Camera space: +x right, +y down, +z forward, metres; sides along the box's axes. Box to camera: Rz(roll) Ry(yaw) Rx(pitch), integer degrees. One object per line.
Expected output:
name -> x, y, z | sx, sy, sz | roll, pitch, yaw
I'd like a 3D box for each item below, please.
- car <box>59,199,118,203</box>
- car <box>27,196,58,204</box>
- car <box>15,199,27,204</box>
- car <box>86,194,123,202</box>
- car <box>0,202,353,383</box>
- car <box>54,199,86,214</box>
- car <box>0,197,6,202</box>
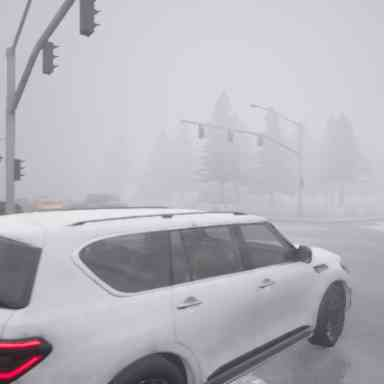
car -> -6.815, 1.426, 21.444 | 1.882, 1.535, 5.008 | 0, 0, -36
car -> -12.637, 1.388, 29.046 | 1.882, 1.535, 5.008 | 0, 0, -38
car -> -18.743, 1.471, 36.928 | 1.895, 1.301, 4.718 | 0, 0, -38
car -> -7.273, 1.164, 27.840 | 2.150, 2.045, 5.566 | 0, 0, -38
car -> 0.054, 1.220, 4.393 | 5.566, 2.045, 2.150 | 0, 0, -42
car -> -13.042, 1.469, 35.281 | 1.994, 1.385, 4.181 | 0, 0, -38
car -> -24.903, 1.356, 44.929 | 1.812, 1.442, 4.674 | 0, 0, -37
